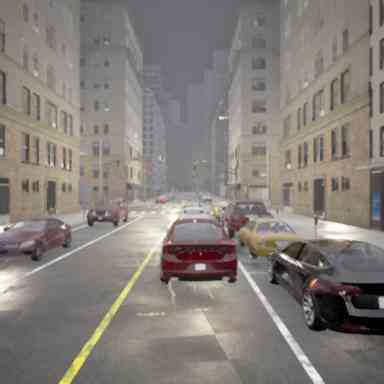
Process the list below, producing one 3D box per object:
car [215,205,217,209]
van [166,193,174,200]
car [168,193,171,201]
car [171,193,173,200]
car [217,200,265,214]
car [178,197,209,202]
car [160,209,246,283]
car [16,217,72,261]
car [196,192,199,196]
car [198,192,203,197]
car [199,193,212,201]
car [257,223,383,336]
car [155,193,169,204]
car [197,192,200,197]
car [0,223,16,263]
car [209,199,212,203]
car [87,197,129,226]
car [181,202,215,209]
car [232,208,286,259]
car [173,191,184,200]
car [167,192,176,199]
[{"bbox_3d":[2.764,1.590,23.354,1.802,1.307,4.206,0,0,0],"label":"car"},{"bbox_3d":[-5.762,1.088,88.135,1.690,1.788,3.998,1,0,0],"label":"van"},{"bbox_3d":[-5.762,1.315,66.444,1.967,1.590,4.097,1,0,0],"label":"car"},{"bbox_3d":[-5.763,1.390,71.867,1.887,1.381,4.507,1,0,0],"label":"car"},{"bbox_3d":[2.765,1.327,17.804,2.192,1.841,5.009,0,0,0],"label":"car"},{"bbox_3d":[0.070,1.493,28.403,2.128,1.511,4.902,0,0,0],"label":"car"},{"bbox_3d":[0.116,1.488,9.753,1.882,1.535,5.008,0,0,-2],"label":"car"},{"bbox_3d":[-5.761,1.594,12.256,1.802,1.307,4.206,0,0,0],"label":"car"},{"bbox_3d":[2.762,1.152,93.553,1.967,1.590,4.097,1,0,0],"label":"car"},{"bbox_3d":[2.762,1.370,72.029,1.752,1.417,4.829,1,0,0],"label":"car"},{"bbox_3d":[2.762,1.451,61.013,2.008,1.369,4.403,0,0,0],"label":"car"},{"bbox_3d":[2.764,1.575,6.698,1.947,1.339,4.313,0,0,0],"label":"car"},{"bbox_3d":[-5.763,1.445,61.020,1.887,1.381,4.507,0,0,0],"label":"car"},{"bbox_3d":[2.761,1.363,82.709,1.802,1.307,4.206,1,0,0],"label":"car"},{"bbox_3d":[-5.762,1.554,6.705,1.887,1.381,4.507,0,0,0],"label":"car"},{"bbox_3d":[2.764,1.526,29.079,1.752,1.417,4.829,0,0,0],"label":"car"},{"bbox_3d":[-5.761,1.323,23.361,2.192,1.841,5.009,0,0,0],"label":"car"},{"bbox_3d":[0.097,1.537,18.977,1.812,1.442,4.674,0,0,0],"label":"car"},{"bbox_3d":[2.765,1.537,12.419,1.752,1.417,4.829,0,0,0],"label":"car"},{"bbox_3d":[-3.009,1.145,81.349,2.097,1.767,4.553,0,0,0],"label":"car"},{"bbox_3d":[-5.762,1.027,93.558,2.192,1.841,5.009,1,0,0],"label":"car"}]
